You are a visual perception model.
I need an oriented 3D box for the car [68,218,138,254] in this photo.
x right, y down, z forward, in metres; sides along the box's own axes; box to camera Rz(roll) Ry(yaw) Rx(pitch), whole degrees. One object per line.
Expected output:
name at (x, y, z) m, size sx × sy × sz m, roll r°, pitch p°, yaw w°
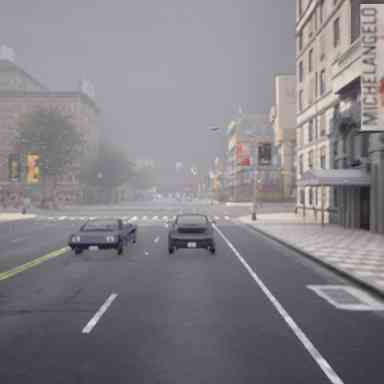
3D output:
car at (-3.509, 1.741, 14.100) m, size 1.895 × 1.301 × 4.718 m, roll 0°, pitch -1°, yaw 0°

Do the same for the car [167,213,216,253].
car at (-0.008, 1.650, 14.310) m, size 1.837 × 1.490 × 4.892 m, roll 0°, pitch 0°, yaw 0°
